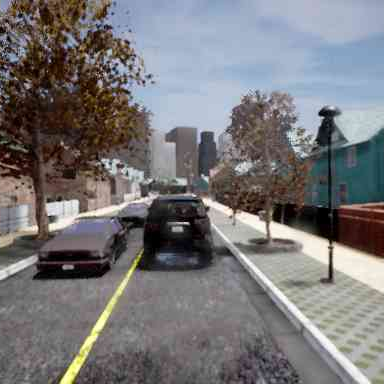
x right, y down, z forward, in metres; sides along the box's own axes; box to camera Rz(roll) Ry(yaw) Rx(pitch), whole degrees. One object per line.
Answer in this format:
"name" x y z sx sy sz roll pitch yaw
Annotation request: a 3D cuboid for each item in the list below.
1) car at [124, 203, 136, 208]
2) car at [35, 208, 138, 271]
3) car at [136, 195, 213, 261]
"car" -3.670 1.427 21.941 2.033 1.411 5.357 -1 0 -2
"car" -3.244 1.502 11.079 2.033 1.411 5.357 -1 0 -2
"car" -0.483 1.137 12.130 2.150 2.045 5.566 -1 0 -2
